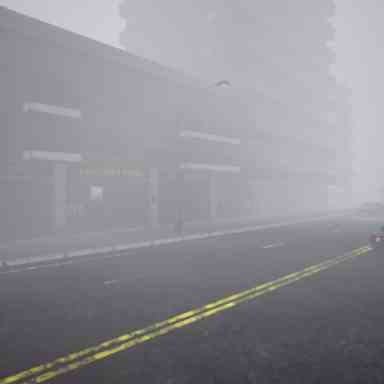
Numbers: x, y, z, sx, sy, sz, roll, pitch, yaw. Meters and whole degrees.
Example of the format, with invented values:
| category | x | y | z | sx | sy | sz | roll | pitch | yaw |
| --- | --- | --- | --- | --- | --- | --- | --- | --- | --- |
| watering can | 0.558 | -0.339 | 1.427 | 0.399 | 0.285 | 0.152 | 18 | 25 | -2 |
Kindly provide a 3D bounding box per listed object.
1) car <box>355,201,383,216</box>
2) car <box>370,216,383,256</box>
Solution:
| category | x | y | z | sx | sy | sz | roll | pitch | yaw |
| --- | --- | --- | --- | --- | --- | --- | --- | --- | --- |
| car | 17.739 | 1.635 | 32.618 | 2.033 | 1.411 | 5.357 | -1 | -1 | 42 |
| car | 8.307 | 1.624 | 12.367 | 1.895 | 1.301 | 4.718 | -1 | -1 | 44 |
